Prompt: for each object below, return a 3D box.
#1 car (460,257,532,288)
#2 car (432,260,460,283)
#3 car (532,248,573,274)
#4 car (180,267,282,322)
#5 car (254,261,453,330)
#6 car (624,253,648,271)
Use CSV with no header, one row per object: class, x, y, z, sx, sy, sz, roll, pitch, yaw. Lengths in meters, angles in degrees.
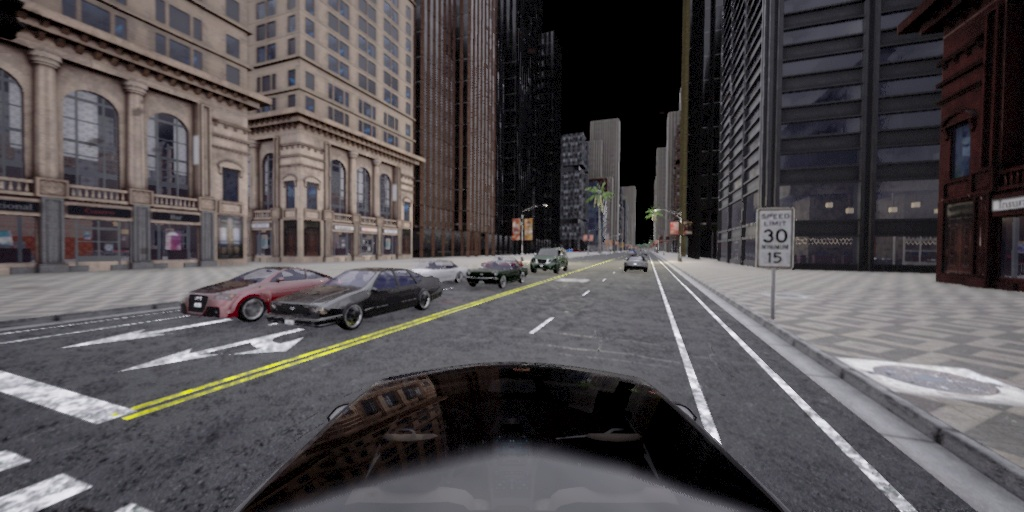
car,-0.705,0.918,19.537,1.895,1.301,4.718,1,1,21
car,-4.282,0.897,19.264,1.895,1.301,4.718,1,1,21
car,3.217,0.321,29.911,2.150,2.045,5.566,1,2,20
car,-7.368,1.032,11.065,1.994,1.385,4.181,1,1,21
car,-4.087,1.053,10.565,2.033,1.411,5.357,1,1,21
car,11.523,0.653,33.283,1.994,1.385,4.181,1,1,21
